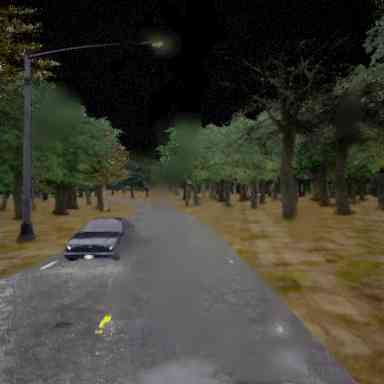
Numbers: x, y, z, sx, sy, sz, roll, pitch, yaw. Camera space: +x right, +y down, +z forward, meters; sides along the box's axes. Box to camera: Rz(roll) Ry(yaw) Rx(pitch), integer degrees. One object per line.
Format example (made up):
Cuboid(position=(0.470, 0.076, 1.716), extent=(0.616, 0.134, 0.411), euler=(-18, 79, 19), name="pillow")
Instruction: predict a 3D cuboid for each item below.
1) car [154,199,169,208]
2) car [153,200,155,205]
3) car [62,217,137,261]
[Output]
Cuboid(position=(-5.434, 2.327, 62.252), extent=(1.994, 1.385, 4.181), euler=(0, -1, -11), name="car")
Cuboid(position=(-7.280, 2.256, 72.020), extent=(1.994, 1.385, 4.181), euler=(0, 0, -12), name="car")
Cuboid(position=(-3.357, 1.718, 13.245), extent=(2.033, 1.411, 5.357), euler=(0, -1, -2), name="car")
